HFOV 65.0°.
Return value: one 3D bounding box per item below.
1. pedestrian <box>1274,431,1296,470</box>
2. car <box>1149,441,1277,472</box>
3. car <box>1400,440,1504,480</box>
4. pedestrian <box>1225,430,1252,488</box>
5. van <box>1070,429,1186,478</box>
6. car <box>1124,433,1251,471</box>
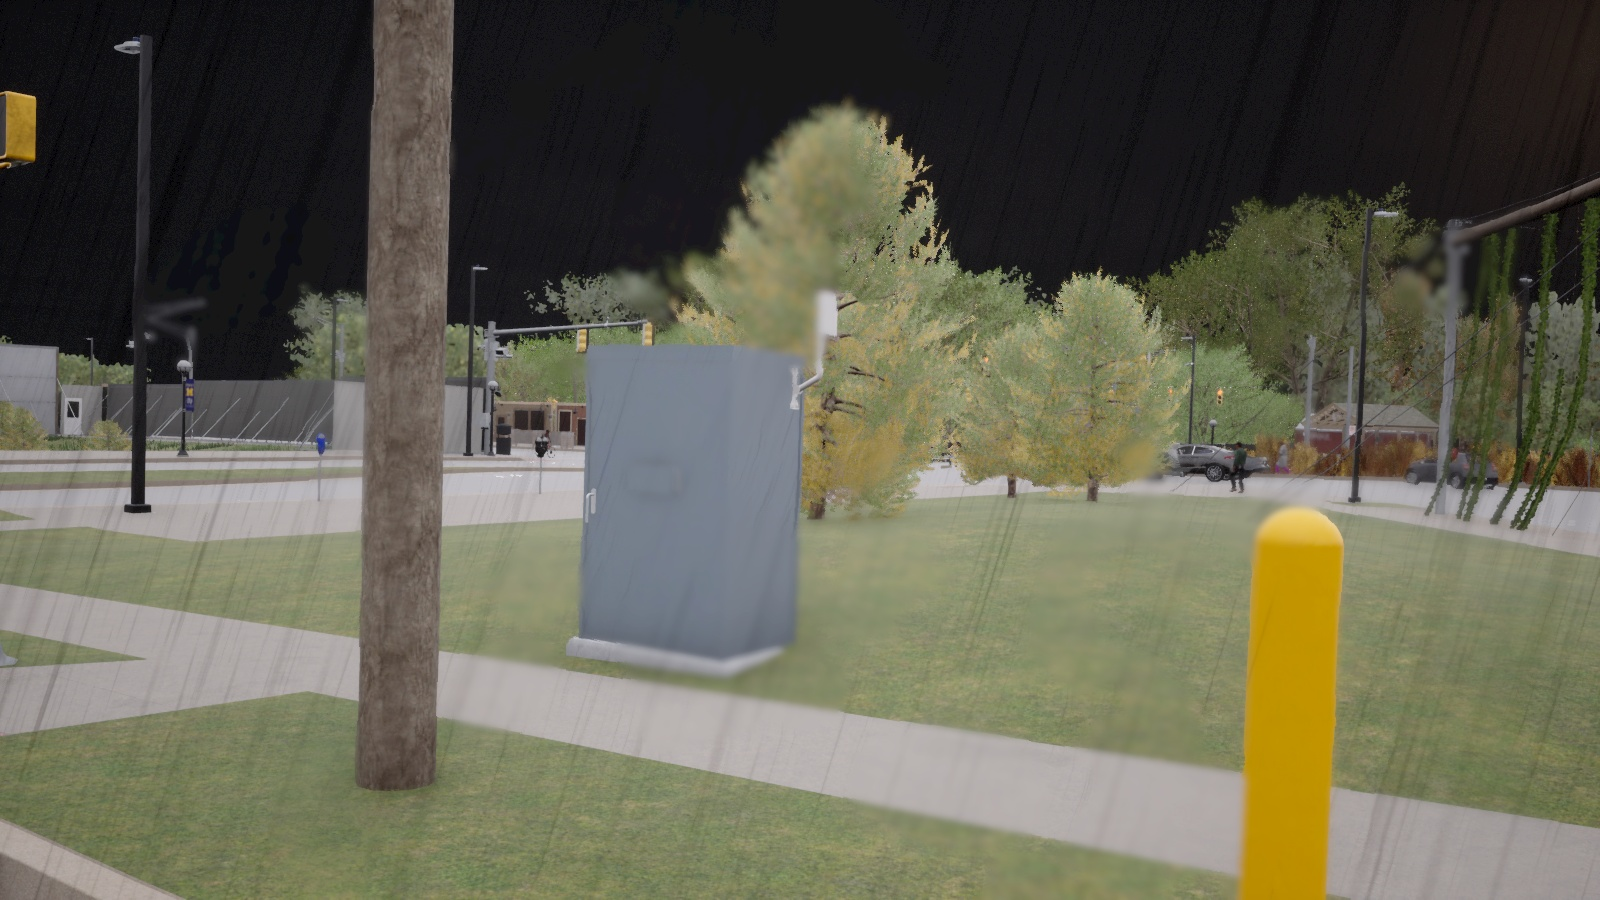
[{"bbox_3d":[24.693,0.041,63.968,0.873,1.952,0.659,2,2,33],"label":"pedestrian"},{"bbox_3d":[19.502,0.293,59.383,5.357,1.411,2.033,0,1,34],"label":"car"},{"bbox_3d":[26.986,0.382,52.114,1.845,1.501,3.633,0,2,-14],"label":"car"},{"bbox_3d":[15.008,0.307,43.024,0.423,1.949,0.788,0,2,-20],"label":"pedestrian"},{"bbox_3d":[13.744,0.142,52.658,4.442,1.987,1.775,0,1,26],"label":"van"},{"bbox_3d":[17.393,0.084,56.400,5.027,1.651,2.152,0,1,34],"label":"car"}]
